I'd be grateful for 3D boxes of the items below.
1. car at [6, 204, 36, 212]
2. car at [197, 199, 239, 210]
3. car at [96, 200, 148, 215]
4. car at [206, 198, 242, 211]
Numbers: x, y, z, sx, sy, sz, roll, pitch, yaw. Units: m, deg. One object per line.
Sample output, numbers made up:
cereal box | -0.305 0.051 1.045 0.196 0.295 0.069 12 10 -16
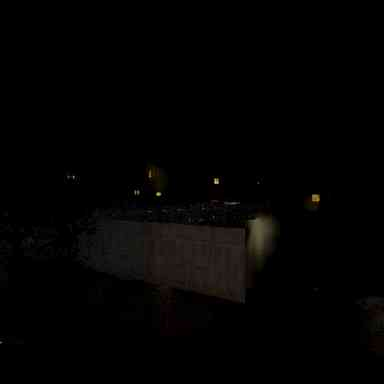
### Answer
car | -13.554 1.470 23.721 2.033 1.411 5.357 4 2 38
car | 2.684 1.662 37.473 5.008 1.535 1.882 1 2 -43
car | -6.636 1.508 32.167 2.033 1.411 5.357 4 2 42
car | 4.185 1.612 42.793 4.674 1.442 1.812 1 2 -41
